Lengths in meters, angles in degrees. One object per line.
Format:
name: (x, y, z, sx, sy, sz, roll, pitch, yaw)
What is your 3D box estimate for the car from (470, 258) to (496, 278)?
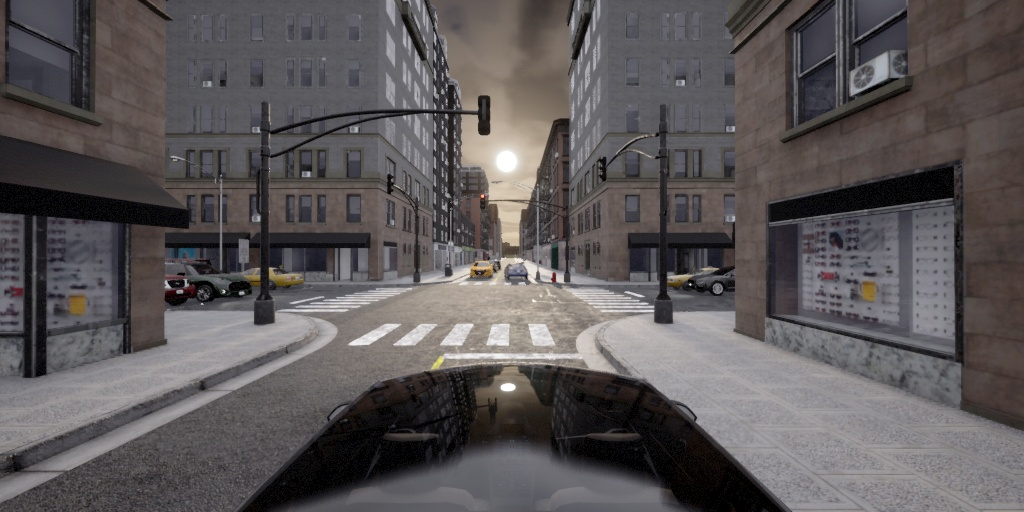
car: (-2.839, 1.222, 33.937, 1.882, 1.535, 5.008, 0, 0, 0)

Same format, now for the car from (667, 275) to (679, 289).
car: (11.638, 1.304, 21.561, 4.829, 1.417, 1.751, 0, 0, 0)

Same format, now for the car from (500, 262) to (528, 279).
car: (0.326, 1.292, 31.832, 2.033, 1.411, 5.357, 0, 0, -4)

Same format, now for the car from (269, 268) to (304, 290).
car: (-15.246, 1.279, 21.605, 4.829, 1.417, 1.751, 0, 0, 0)

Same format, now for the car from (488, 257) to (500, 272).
car: (-2.840, 1.244, 44.339, 1.837, 1.490, 4.892, 0, 0, 0)

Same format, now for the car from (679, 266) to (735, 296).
car: (11.904, 1.273, 19.014, 4.892, 1.490, 1.837, 0, 0, 1)

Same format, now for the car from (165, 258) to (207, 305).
car: (-15.097, 1.035, 13.579, 5.009, 1.841, 2.192, 0, 0, 0)

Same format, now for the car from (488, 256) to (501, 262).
car: (-2.831, 0.953, 54.932, 2.150, 2.045, 5.566, 0, 0, 0)

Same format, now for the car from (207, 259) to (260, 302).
car: (-14.387, 1.084, 16.119, 4.553, 1.767, 2.097, 0, 0, 0)
